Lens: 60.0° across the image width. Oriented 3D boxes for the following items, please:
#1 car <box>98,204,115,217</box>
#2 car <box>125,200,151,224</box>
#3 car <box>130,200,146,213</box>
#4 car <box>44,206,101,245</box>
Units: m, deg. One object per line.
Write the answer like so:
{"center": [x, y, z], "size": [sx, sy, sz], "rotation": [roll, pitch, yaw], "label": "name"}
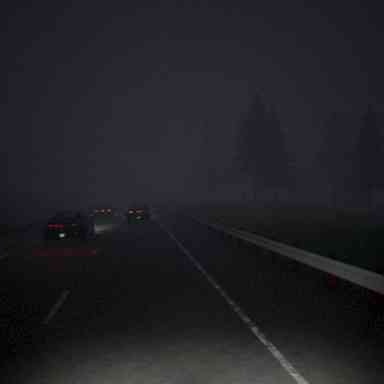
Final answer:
{"center": [-9.358, 1.948, 35.737], "size": [2.033, 1.411, 5.357], "rotation": [-2, 0, -10], "label": "car"}
{"center": [-4.339, 1.698, 26.959], "size": [2.128, 1.511, 4.902], "rotation": [-2, 0, -9], "label": "car"}
{"center": [-7.061, 1.812, 43.073], "size": [1.882, 1.535, 5.008], "rotation": [-2, 0, -10], "label": "car"}
{"center": [-6.241, 1.746, 17.311], "size": [2.128, 1.511, 4.902], "rotation": [-2, 0, -10], "label": "car"}
